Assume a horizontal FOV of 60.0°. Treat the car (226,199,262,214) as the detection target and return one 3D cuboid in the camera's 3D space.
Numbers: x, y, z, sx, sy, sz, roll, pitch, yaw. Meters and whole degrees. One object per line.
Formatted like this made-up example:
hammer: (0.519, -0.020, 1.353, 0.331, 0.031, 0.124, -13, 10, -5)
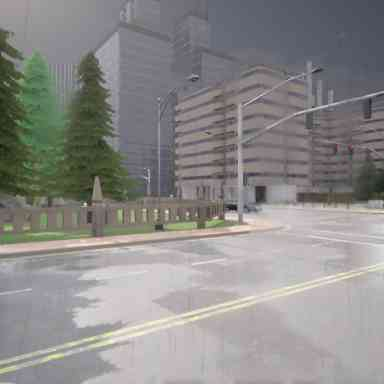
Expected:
car: (5.303, 1.489, 35.526, 2.128, 1.511, 4.902, 0, 0, -35)
